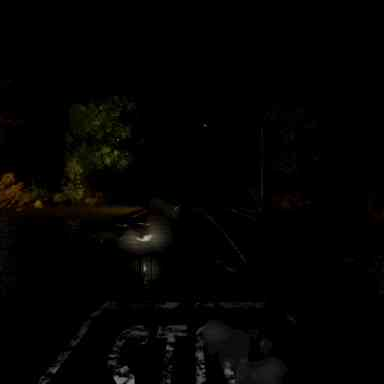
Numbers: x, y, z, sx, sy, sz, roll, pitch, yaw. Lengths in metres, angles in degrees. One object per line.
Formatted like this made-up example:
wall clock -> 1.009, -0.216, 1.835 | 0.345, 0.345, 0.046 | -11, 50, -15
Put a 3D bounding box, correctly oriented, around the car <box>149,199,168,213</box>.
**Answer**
car -> -3.670, 1.498, 36.986 | 1.882, 1.535, 5.008 | 0, 0, 0
